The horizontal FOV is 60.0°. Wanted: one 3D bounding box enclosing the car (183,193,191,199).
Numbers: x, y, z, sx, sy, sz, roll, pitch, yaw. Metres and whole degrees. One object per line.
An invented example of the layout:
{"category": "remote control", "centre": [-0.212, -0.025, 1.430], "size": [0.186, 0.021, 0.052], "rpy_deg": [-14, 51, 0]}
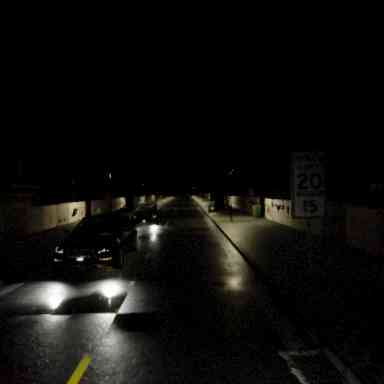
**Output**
{"category": "car", "centre": [-1.504, 1.194, 92.579], "size": [2.128, 1.511, 4.902], "rpy_deg": [-1, 0, -1]}

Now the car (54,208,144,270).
{"category": "car", "centre": [-3.025, 1.543, 11.332], "size": [1.837, 1.490, 4.892], "rpy_deg": [-1, 0, -1]}

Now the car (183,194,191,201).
{"category": "car", "centre": [-1.331, 1.363, 82.161], "size": [2.033, 1.411, 5.357], "rpy_deg": [-1, 0, -1]}

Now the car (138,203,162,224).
{"category": "car", "centre": [-3.234, 1.552, 24.807], "size": [2.033, 1.411, 5.357], "rpy_deg": [-1, 0, -1]}
